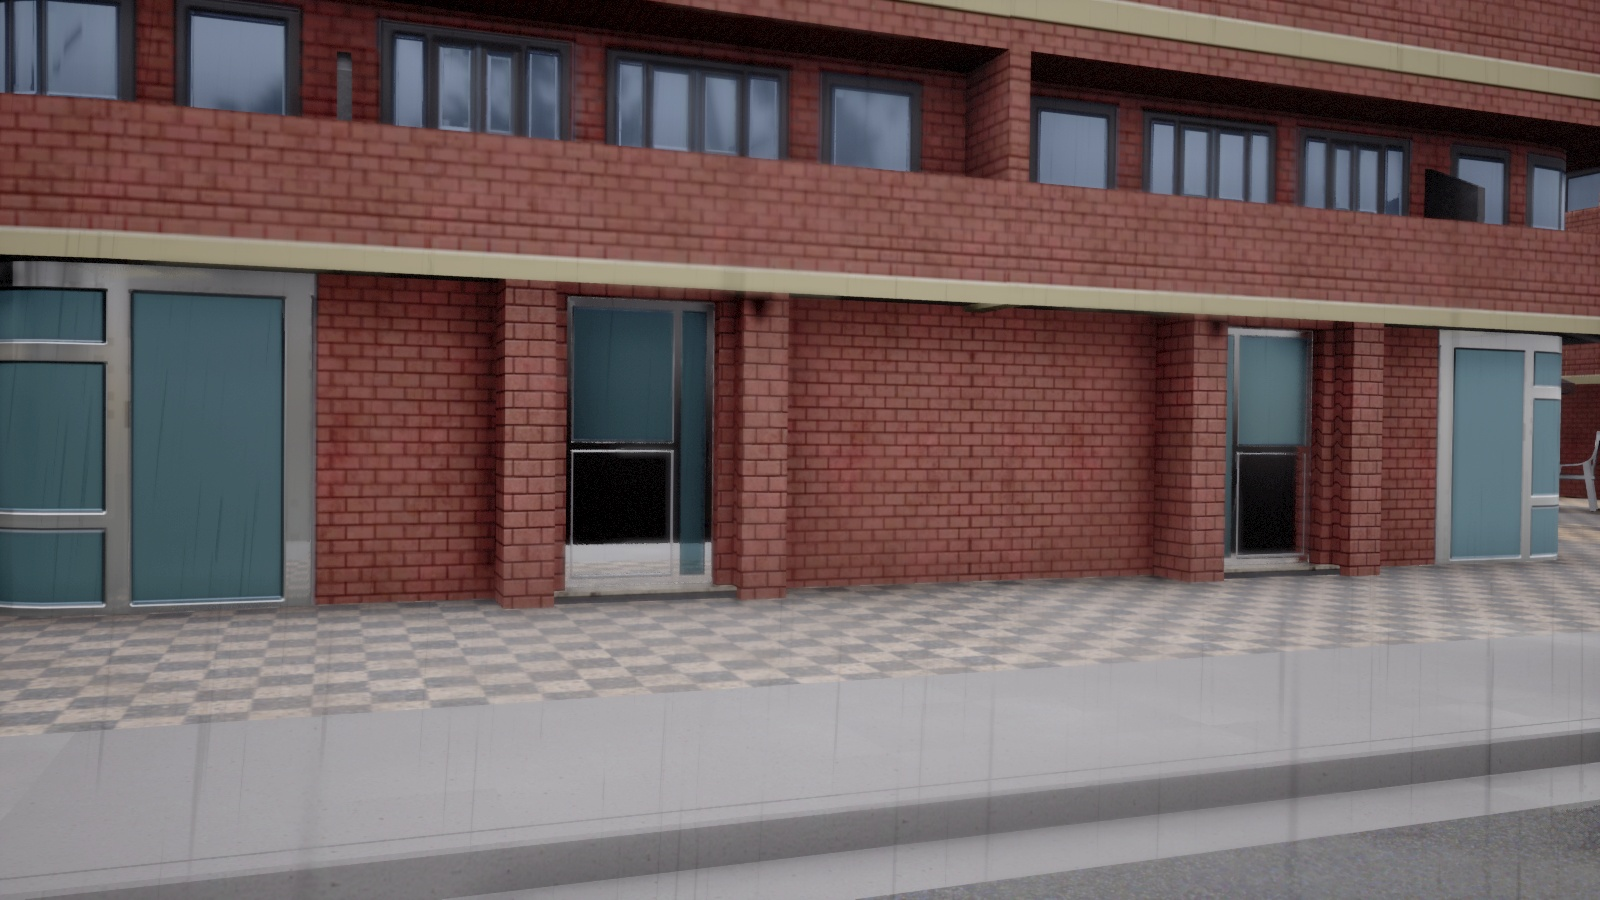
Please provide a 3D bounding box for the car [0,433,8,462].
[{"bbox_3d":[-51.750,-0.142,79.606,1.905,1.878,3.866,-1,1,-21],"label":"car"}]

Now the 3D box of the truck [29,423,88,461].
[{"bbox_3d":[-50.251,-0.532,85.239,2.627,2.467,5.204,-1,1,-22],"label":"truck"}]
